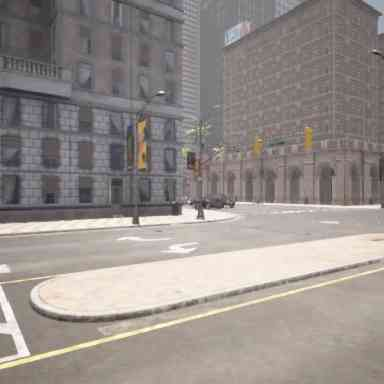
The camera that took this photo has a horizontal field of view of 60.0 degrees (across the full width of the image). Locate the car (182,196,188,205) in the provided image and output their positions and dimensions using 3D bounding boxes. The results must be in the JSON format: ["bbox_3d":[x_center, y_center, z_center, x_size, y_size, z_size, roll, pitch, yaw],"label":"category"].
[{"bbox_3d":[-1.805,1.491,56.212,2.128,1.511,4.902,0,0,-34],"label":"car"}]

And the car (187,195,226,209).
[{"bbox_3d":[1.850,1.478,44.629,1.882,1.535,5.008,0,0,-35],"label":"car"}]

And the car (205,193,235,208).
[{"bbox_3d":[3.825,1.221,47.901,2.150,2.045,5.566,0,0,-35],"label":"car"}]
